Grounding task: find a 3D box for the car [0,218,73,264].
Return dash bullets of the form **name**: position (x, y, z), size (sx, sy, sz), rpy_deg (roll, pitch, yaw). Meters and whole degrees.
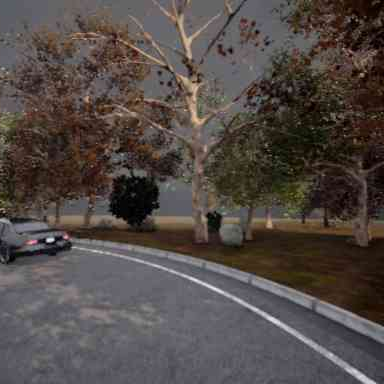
- **car**: position (-6.736, 1.672, 12.365), size (5.357, 1.411, 2.033), rpy_deg (-1, 0, 34)
